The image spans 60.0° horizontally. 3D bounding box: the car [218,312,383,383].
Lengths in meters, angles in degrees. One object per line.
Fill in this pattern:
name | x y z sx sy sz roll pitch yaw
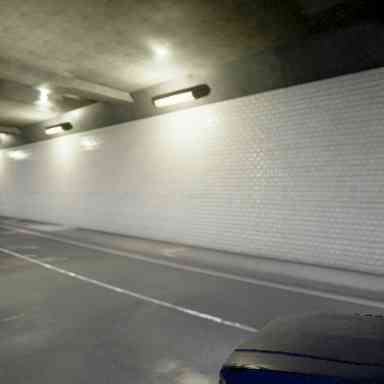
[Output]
car | 2.765 1.557 2.053 5.357 1.411 2.033 1 0 35
